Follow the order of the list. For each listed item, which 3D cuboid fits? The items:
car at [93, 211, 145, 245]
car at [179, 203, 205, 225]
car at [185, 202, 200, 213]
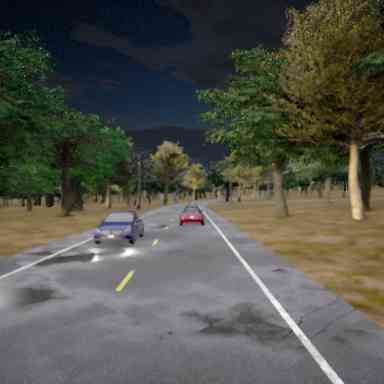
[{"bbox_3d":[-3.527,1.715,16.851,1.812,1.442,4.674,0,-1,0],"label":"car"},{"bbox_3d":[0.021,1.875,27.197,1.994,1.385,4.181,0,-1,1],"label":"car"},{"bbox_3d":[0.036,2.173,46.901,1.994,1.385,4.181,0,-1,0],"label":"car"}]
